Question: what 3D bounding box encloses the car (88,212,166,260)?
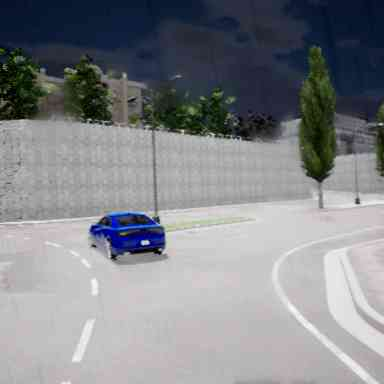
[{"bbox_3d":[-2.693,1.528,12.941,1.882,1.535,5.008,-2,0,-28],"label":"car"}]
